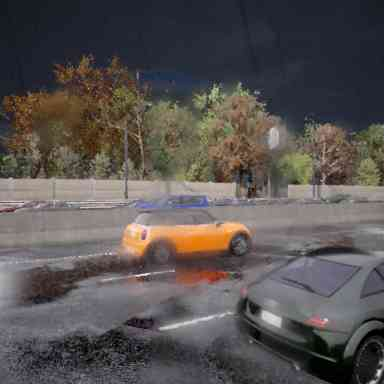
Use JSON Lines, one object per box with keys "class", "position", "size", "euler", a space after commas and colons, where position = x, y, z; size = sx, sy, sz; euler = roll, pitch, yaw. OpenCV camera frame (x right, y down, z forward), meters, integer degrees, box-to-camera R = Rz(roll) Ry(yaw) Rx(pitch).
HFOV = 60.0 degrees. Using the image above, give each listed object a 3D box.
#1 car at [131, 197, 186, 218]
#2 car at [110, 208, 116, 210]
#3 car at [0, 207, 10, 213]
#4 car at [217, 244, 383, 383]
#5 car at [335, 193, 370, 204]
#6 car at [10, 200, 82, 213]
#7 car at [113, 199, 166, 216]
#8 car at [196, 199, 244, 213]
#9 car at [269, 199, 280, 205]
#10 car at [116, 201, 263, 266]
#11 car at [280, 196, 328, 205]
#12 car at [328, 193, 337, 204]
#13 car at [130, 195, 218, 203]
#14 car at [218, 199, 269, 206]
{"class": "car", "position": [-3.077, 1.352, 30.401], "size": [4.553, 1.767, 2.097], "euler": [0, 0, -30]}
{"class": "car", "position": [-4.078, 1.477, 25.764], "size": [5.008, 1.535, 1.882], "euler": [0, 0, -30]}
{"class": "car", "position": [-13.557, 1.478, 28.339], "size": [5.008, 1.535, 1.882], "euler": [0, 0, -30]}
{"class": "car", "position": [2.721, 1.563, 5.187], "size": [4.181, 1.385, 1.994], "euler": [0, 0, -30]}
{"class": "car", "position": [22.053, 1.359, 45.067], "size": [4.553, 1.767, 2.097], "euler": [0, 0, -30]}
{"class": "car", "position": [-11.067, 1.492, 25.738], "size": [4.902, 1.511, 2.128], "euler": [0, 0, -30]}
{"class": "car", "position": [-5.179, 1.505, 33.224], "size": [4.892, 1.490, 1.837], "euler": [0, 0, -30]}
{"class": "car", "position": [3.263, 1.548, 38.161], "size": [5.357, 1.411, 2.033], "euler": [0, 0, -30]}
{"class": "car", "position": [12.150, 1.550, 43.340], "size": [5.357, 1.411, 2.033], "euler": [0, 0, -30]}
{"class": "car", "position": [-0.048, 1.352, 11.674], "size": [4.553, 1.767, 2.097], "euler": [0, 0, -30]}
{"class": "car", "position": [13.528, 1.494, 40.093], "size": [4.902, 1.511, 2.128], "euler": [0, 0, -30]}
{"class": "car", "position": [21.081, 1.229, 48.549], "size": [5.566, 2.045, 2.150], "euler": [0, 0, -30]}
{"class": "car", "position": [-1.295, 1.221, 23.336], "size": [5.566, 2.045, 2.150], "euler": [0, 0, -30]}
{"class": "car", "position": [5.119, 1.548, 35.186], "size": [5.357, 1.411, 2.033], "euler": [0, 0, -30]}
